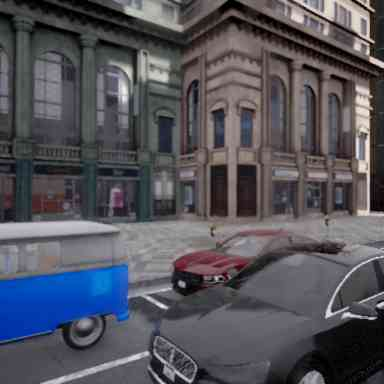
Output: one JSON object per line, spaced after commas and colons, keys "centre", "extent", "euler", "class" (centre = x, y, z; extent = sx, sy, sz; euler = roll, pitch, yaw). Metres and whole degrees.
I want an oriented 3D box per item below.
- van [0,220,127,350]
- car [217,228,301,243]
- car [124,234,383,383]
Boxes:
{"centre": [-2.860, 1.342, 4.630], "extent": [3.998, 1.788, 1.690], "euler": [0, 0, -35], "class": "van"}
{"centre": [1.639, 1.580, 7.835], "extent": [4.507, 1.381, 1.887], "euler": [0, 0, -35], "class": "car"}
{"centre": [1.758, 1.530, 4.629], "extent": [4.892, 1.490, 1.837], "euler": [1, 0, -35], "class": "car"}
